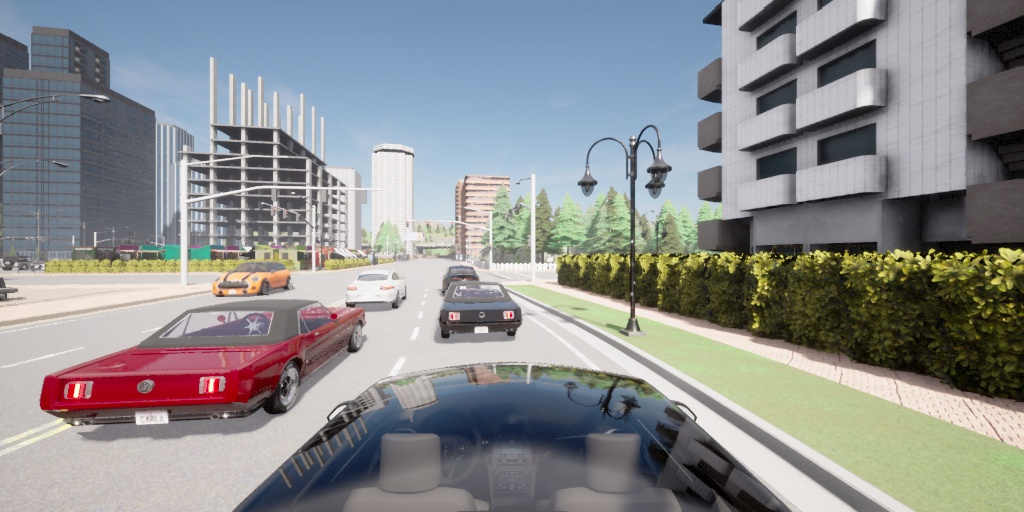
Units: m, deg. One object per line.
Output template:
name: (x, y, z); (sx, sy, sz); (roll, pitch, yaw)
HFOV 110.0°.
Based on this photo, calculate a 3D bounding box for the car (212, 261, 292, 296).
car: (-13.544, 1.101, 18.992); (2.097, 1.767, 4.553); (0, 0, -12)

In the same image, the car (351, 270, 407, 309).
car: (-5.447, 1.276, 14.730); (1.812, 1.442, 4.674); (0, 0, -11)

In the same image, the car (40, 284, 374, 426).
car: (-3.909, 1.351, 5.846); (1.895, 1.301, 4.718); (0, 0, -7)

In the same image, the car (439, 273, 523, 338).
car: (-1.038, 1.351, 10.157); (1.895, 1.301, 4.718); (0, 0, -9)

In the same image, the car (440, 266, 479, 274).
car: (-2.788, 1.255, 19.248); (1.837, 1.490, 4.892); (0, 0, -12)
